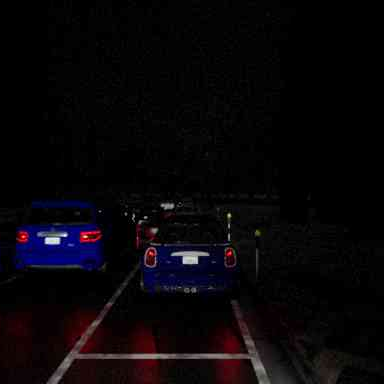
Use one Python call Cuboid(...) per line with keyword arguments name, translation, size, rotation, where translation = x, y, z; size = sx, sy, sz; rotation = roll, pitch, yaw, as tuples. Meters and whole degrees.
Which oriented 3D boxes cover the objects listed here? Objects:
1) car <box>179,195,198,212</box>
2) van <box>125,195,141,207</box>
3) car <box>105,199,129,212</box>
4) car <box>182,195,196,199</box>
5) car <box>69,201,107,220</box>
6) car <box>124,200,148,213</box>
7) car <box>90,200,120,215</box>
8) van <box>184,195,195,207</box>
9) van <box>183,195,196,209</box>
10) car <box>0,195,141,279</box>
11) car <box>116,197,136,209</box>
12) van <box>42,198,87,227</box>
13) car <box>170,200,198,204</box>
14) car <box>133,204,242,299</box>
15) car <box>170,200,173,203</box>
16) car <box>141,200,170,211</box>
Cuboid(name="car", translation=(-0.384, 1.324, 39.886), size=(2.192, 1.841, 5.009), rotation=(0, 0, 0))
Cuboid(name="van", translation=(-8.910, 1.355, 50.762), size=(1.690, 1.788, 3.998), rotation=(0, 0, 0))
Cuboid(name="car", translation=(-8.909, 1.534, 39.716), size=(1.752, 1.417, 4.829), rotation=(0, 0, 0))
Cuboid(name="car", translation=(-0.384, 1.446, 34.448), size=(1.967, 1.590, 4.097), rotation=(0, 0, 0))
Cuboid(name="car", translation=(-8.909, 1.530, 28.841), size=(1.752, 1.417, 4.829), rotation=(0, 0, 0))
Cuboid(name="car", translation=(-6.227, 1.609, 37.496), size=(1.895, 1.301, 4.718), rotation=(0, 0, 0))
Cuboid(name="car", translation=(-8.909, 1.572, 34.448), size=(1.947, 1.339, 4.313), rotation=(0, 0, 0))
Cuboid(name="van", translation=(-0.384, 1.355, 50.761), size=(1.690, 1.788, 3.998), rotation=(0, 0, 0))
Cuboid(name="van", translation=(-0.384, 1.353, 45.324), size=(1.690, 1.788, 3.998), rotation=(0, 0, 0))
Cuboid(name="car", translation=(-3.145, 1.218, 10.182), size=(2.150, 2.045, 5.566), rotation=(0, -1, 0))
Cuboid(name="car", translation=(-8.910, 1.452, 45.324), size=(1.967, 1.590, 4.097), rotation=(0, 0, 0))
Cuboid(name="van", translation=(-8.909, 1.344, 23.573), size=(1.690, 1.788, 3.998), rotation=(0, 0, 0))
Cuboid(name="car", translation=(-0.384, 1.528, 23.743), size=(1.752, 1.417, 4.829), rotation=(0, 0, 0))
Cuboid(name="car", translation=(-0.032, 1.353, 8.620), size=(2.097, 1.767, 4.553), rotation=(0, 0, 0))
Cuboid(name="car", translation=(-3.065, 1.610, 41.306), size=(1.895, 1.301, 4.718), rotation=(0, 0, 0))
Cuboid(name="car", translation=(-3.074, 1.495, 24.588), size=(2.128, 1.511, 4.902), rotation=(0, 0, 0))
